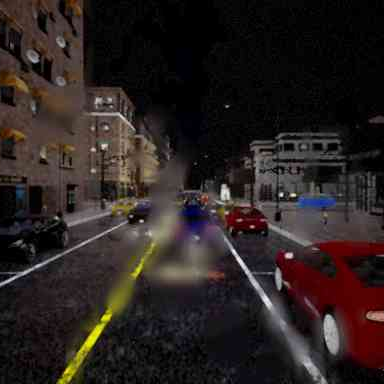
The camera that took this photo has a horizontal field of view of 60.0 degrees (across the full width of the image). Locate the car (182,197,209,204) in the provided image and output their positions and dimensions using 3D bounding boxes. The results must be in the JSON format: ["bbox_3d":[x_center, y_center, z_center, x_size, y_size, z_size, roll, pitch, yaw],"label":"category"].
[{"bbox_3d":[0.113,1.348,27.091,1.994,1.385,4.181,0,0,0],"label":"car"}]

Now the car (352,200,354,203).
[{"bbox_3d":[25.509,1.189,47.723,4.829,1.417,1.752,0,1,0],"label":"car"}]

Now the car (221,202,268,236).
[{"bbox_3d":[2.693,1.405,17.113,1.887,1.381,4.507,0,0,0],"label":"car"}]

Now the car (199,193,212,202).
[{"bbox_3d":[2.713,0.978,60.977,1.967,1.590,4.097,0,0,0],"label":"car"}]

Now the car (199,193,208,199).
[{"bbox_3d":[2.722,0.976,78.068,2.008,1.369,4.403,0,0,0],"label":"car"}]

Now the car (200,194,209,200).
[{"bbox_3d":[2.719,1.044,72.371,1.802,1.307,4.206,0,0,0],"label":"car"}]

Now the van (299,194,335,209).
[{"bbox_3d":[14.677,1.100,39.266,3.998,1.788,1.690,0,1,0],"label":"van"}]

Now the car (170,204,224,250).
[{"bbox_3d":[0.107,1.414,13.569,1.812,1.442,4.674,0,0,0],"label":"car"}]

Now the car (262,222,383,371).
[{"bbox_3d":[2.688,1.496,5.719,1.887,1.381,4.507,0,0,0],"label":"car"}]

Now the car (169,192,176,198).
[{"bbox_3d":[-5.651,0.845,94.979,1.752,1.417,4.829,0,0,0],"label":"car"}]

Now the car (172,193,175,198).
[{"bbox_3d":[-5.659,0.976,78.059,2.008,1.369,4.403,0,0,0],"label":"car"}]

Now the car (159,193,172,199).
[{"bbox_3d":[-5.664,1.051,66.666,2.008,1.369,4.403,0,0,0],"label":"car"}]

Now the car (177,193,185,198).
[{"bbox_3d":[-2.958,0.899,87.936,2.033,1.411,5.357,0,0,0],"label":"car"}]

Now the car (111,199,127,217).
[{"bbox_3d":[-5.683,1.300,28.345,1.752,1.417,4.829,0,0,0],"label":"car"}]

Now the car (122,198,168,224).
[{"bbox_3d":[-3.066,1.363,22.956,2.033,1.411,5.357,0,0,0],"label":"car"}]

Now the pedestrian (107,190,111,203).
[{"bbox_3d":[-12.606,0.679,50.395,0.375,1.860,0.375,0,1,0],"label":"pedestrian"}]

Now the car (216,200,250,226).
[{"bbox_3d":[2.696,1.341,22.980,1.752,1.417,4.829,0,0,0],"label":"car"}]

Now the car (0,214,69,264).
[{"bbox_3d":[-5.690,1.471,11.426,1.947,1.339,4.313,0,0,0],"label":"car"}]

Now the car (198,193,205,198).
[{"bbox_3d":[2.730,0.869,95.157,2.008,1.369,4.403,-1,0,0],"label":"car"}]
